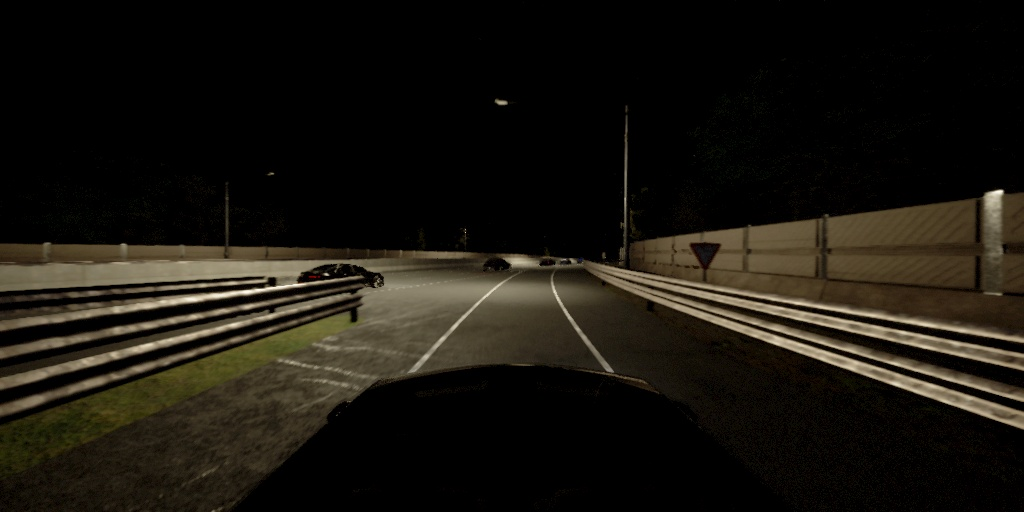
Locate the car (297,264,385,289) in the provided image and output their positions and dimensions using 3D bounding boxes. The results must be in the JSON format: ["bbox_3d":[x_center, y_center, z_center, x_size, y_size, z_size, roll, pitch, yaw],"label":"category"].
[{"bbox_3d":[-8.991,1.152,19.349,1.837,1.490,4.892,0,0,20],"label":"car"}]

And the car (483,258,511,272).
[{"bbox_3d":[-1.595,0.993,40.026,1.837,1.490,4.892,0,0,20],"label":"car"}]

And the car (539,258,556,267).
[{"bbox_3d":[6.214,1.173,61.801,1.895,1.301,4.718,0,0,20],"label":"car"}]
